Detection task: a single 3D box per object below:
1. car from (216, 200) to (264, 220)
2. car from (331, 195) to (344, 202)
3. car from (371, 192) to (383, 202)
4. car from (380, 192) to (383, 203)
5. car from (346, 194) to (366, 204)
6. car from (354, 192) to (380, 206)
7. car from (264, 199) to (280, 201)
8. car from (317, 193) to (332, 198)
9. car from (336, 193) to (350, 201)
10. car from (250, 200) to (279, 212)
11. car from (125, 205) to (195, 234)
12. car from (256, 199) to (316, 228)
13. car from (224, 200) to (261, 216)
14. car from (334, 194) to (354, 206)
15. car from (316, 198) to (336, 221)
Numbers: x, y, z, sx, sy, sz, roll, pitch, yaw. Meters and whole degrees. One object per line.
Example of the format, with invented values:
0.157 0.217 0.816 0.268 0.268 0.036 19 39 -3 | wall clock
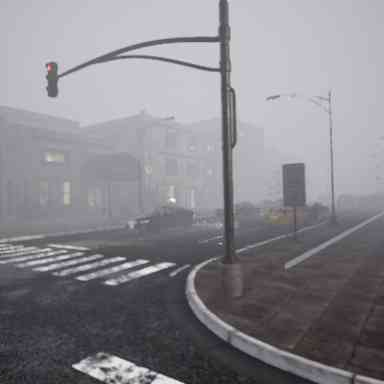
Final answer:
3.935 1.607 27.818 1.895 1.301 4.718 -2 -1 35 | car
30.884 1.342 70.496 1.802 1.307 4.206 -1 -1 35 | car
34.532 0.856 61.145 2.192 1.841 5.009 -2 -1 35 | car
28.081 1.107 51.218 1.837 1.490 4.892 -2 -1 35 | car
27.611 1.164 55.841 2.128 1.511 4.902 -2 -1 36 | car
24.040 1.125 45.502 1.882 1.535 5.008 -2 -1 35 | car
9.760 1.465 36.054 1.812 1.442 4.674 -2 -1 35 | car
24.500 1.144 61.456 2.192 1.841 5.009 -1 0 35 | car
34.072 1.166 75.018 1.967 1.590 4.097 -1 -1 35 | car
8.557 1.590 38.849 1.802 1.307 4.206 -1 0 35 | car
-1.784 1.563 19.700 2.128 1.511 4.902 -2 -1 36 | car
5.927 1.387 20.594 1.752 1.417 4.829 -1 0 35 | car
5.268 1.570 34.189 1.752 1.417 4.829 -1 0 35 | car
22.481 1.081 48.569 2.097 1.767 4.553 -2 -1 35 | car
9.019 1.377 24.976 2.008 1.369 4.403 -1 0 35 | car
